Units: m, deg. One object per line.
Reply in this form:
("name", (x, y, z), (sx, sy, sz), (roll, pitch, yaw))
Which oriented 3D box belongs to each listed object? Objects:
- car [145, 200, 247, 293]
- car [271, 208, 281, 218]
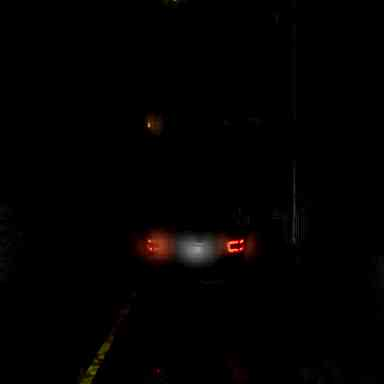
("car", (0.079, 1.222, 9.010), (2.150, 2.045, 5.566), (0, 0, 0))
("car", (9.047, 1.588, 27.633), (4.718, 1.301, 1.895), (0, 0, -10))
